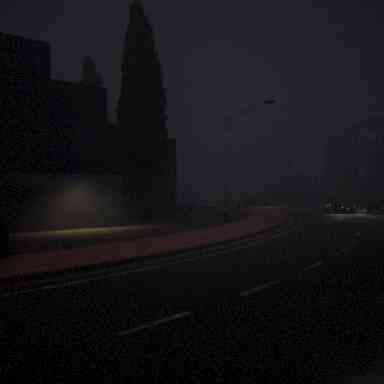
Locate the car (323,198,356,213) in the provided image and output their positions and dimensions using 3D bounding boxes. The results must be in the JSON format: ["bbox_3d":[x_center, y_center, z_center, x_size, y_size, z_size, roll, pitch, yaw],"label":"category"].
[{"bbox_3d":[15.023,1.360,34.175,1.837,1.490,4.892,0,0,2],"label":"car"}]

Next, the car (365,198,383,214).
[{"bbox_3d":[18.546,1.319,32.331,2.128,1.511,4.902,0,0,6],"label":"car"}]

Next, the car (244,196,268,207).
[{"bbox_3d":[9.479,1.396,49.683,1.837,1.490,4.892,0,-1,-19],"label":"car"}]
